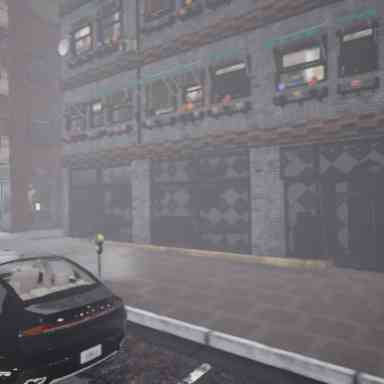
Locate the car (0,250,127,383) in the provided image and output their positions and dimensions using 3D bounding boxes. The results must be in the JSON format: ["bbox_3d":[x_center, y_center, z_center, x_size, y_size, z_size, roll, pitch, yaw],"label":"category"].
[{"bbox_3d":[-2.890,1.555,4.952,4.403,1.369,2.008,0,-1,36],"label":"car"}]
